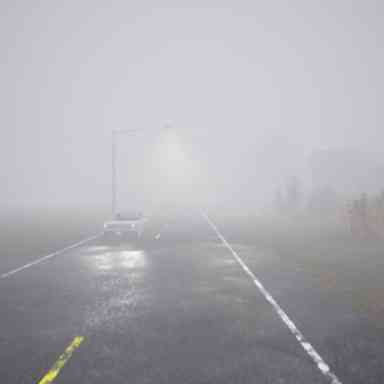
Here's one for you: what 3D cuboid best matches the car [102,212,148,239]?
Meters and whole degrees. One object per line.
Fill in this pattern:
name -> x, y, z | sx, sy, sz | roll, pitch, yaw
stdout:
car -> -3.750, 1.837, 19.202 | 1.895, 1.301, 4.718 | 0, -1, 0

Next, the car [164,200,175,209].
car -> -4.064, 2.233, 60.331 | 1.812, 1.442, 4.674 | 0, -1, 0
